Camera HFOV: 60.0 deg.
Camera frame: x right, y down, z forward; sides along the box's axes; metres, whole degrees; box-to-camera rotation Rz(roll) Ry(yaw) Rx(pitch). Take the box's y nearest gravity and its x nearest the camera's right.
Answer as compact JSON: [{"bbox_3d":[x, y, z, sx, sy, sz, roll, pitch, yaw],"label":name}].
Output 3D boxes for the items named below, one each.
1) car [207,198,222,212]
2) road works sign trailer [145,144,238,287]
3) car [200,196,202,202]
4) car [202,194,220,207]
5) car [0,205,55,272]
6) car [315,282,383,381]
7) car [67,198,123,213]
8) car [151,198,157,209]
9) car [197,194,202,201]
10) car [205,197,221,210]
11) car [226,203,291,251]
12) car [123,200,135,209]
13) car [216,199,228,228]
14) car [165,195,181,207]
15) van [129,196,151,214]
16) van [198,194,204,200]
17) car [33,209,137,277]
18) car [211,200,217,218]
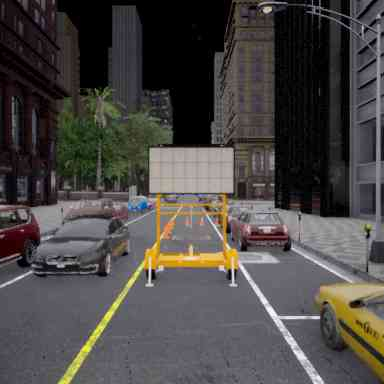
[{"bbox_3d":[2.708,1.556,30.332,2.008,1.369,4.403,0,0,0],"label":"car"},{"bbox_3d":[-0.016,0.464,9.327,2.380,3.560,2.880,0,0,0],"label":"road works sign trailer"},{"bbox_3d":[2.672,1.576,52.033,1.947,1.339,4.313,0,0,0],"label":"car"},{"bbox_3d":[2.689,1.324,41.183,2.192,1.841,5.009,0,0,0],"label":"car"},{"bbox_3d":[-5.782,1.315,8.628,2.192,1.841,5.009,0,0,0],"label":"car"},{"bbox_3d":[2.753,1.525,3.378,1.752,1.417,4.829,0,0,0],"label":"car"},{"bbox_3d":[-5.800,1.317,19.480,2.192,1.841,5.009,0,0,0],"label":"car"},{"bbox_3d":[-5.836,1.449,41.185,1.967,1.590,4.097,0,0,0],"label":"car"},{"bbox_3d":[2.629,1.573,78.470,1.947,1.339,4.313,0,0,0],"label":"car"},{"bbox_3d":[2.699,1.533,35.928,1.752,1.417,4.829,0,0,0],"label":"car"},{"bbox_3d":[2.735,1.440,14.057,1.967,1.590,4.097,0,0,0],"label":"car"},{"bbox_3d":[-5.808,1.548,24.906,1.887,1.381,4.507,0,0,0],"label":"car"},{"bbox_3d":[2.726,1.441,19.483,1.967,1.590,4.097,0,0,0],"label":"car"},{"bbox_3d":[-3.084,1.558,51.182,2.033,1.411,5.357,0,0,0],"label":"car"},{"bbox_3d":[-5.827,1.349,35.758,1.690,1.788,3.998,0,0,0],"label":"van"},{"bbox_3d":[2.601,1.341,94.731,1.690,1.788,3.998,0,0,0],"label":"van"},{"bbox_3d":[-3.118,1.505,10.318,1.837,1.490,4.892,0,0,0],"label":"car"},{"bbox_3d":[2.716,1.548,24.908,1.887,1.381,4.507,0,0,0],"label":"car"}]
